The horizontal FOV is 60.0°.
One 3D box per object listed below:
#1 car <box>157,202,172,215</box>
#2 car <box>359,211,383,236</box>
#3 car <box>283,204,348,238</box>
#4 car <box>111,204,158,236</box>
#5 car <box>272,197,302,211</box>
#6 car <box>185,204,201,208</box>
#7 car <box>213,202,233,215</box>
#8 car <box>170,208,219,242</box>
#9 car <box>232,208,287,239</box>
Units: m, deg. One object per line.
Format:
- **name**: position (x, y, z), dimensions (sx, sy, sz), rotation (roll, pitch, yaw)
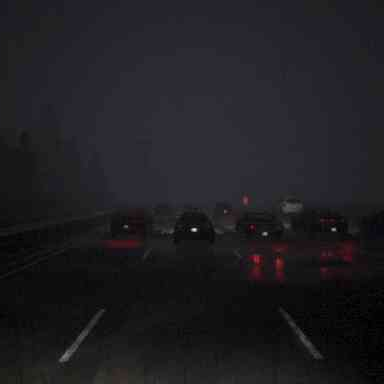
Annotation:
- **car**: position (-3.398, 1.903, 39.359), dimensions (1.812, 1.442, 4.674), rotation (0, 0, 0)
- **car**: position (10.602, 1.645, 17.264), dimensions (1.882, 1.535, 5.008), rotation (0, 0, 0)
- **car**: position (7.102, 1.677, 19.055), dimensions (2.128, 1.511, 4.902), rotation (0, 0, 0)
- **car**: position (-3.397, 1.667, 19.657), dimensions (1.882, 1.535, 5.008), rotation (0, 0, 0)
- **car**: position (10.603, 1.581, 37.093), dimensions (2.150, 2.045, 5.566), rotation (0, 0, 0)
- **car**: position (0.103, 1.945, 35.762), dimensions (1.895, 1.301, 4.718), rotation (0, -1, 0)
- **car**: position (3.604, 1.876, 38.387), dimensions (1.837, 1.490, 4.892), rotation (0, 0, 0)
- **car**: position (0.104, 1.731, 17.269), dimensions (1.994, 1.385, 4.181), rotation (0, 0, 0)
- **car**: position (3.601, 1.781, 18.586), dimensions (1.895, 1.301, 4.718), rotation (0, -1, 0)
